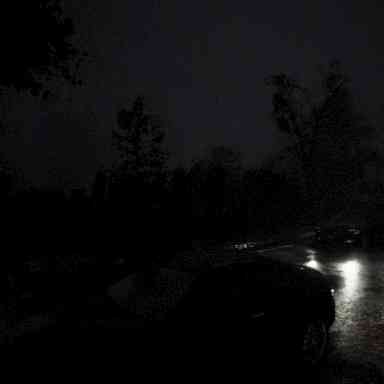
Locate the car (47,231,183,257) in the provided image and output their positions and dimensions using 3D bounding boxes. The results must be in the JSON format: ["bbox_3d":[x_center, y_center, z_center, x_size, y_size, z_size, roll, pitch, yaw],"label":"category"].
[{"bbox_3d":[-1.443,1.619,7.442,4.718,1.301,1.895,0,0,-37],"label":"car"}]

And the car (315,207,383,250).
[{"bbox_3d":[7.254,1.458,14.576,5.008,1.535,1.882,0,0,-42],"label":"car"}]

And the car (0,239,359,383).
[{"bbox_3d":[0.000,1.531,4.183,4.674,1.442,1.812,0,0,-37],"label":"car"}]
